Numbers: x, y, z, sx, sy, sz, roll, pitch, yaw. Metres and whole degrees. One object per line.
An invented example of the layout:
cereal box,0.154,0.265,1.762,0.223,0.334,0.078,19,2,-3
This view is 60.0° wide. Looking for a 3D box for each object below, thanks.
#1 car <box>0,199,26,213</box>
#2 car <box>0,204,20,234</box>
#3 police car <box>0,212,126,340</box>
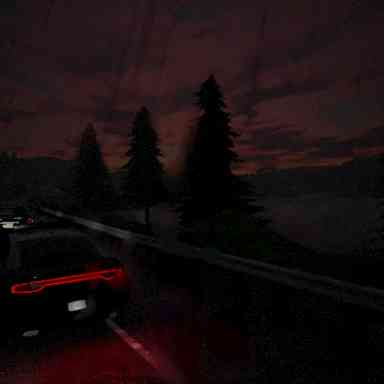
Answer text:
car,-8.410,1.374,14.965,2.097,1.767,4.553,-1,0,-32
car,-11.542,1.563,19.988,1.812,1.442,4.674,-1,0,-31
police car,-3.094,1.422,6.881,1.930,1.638,5.238,-1,0,-34
